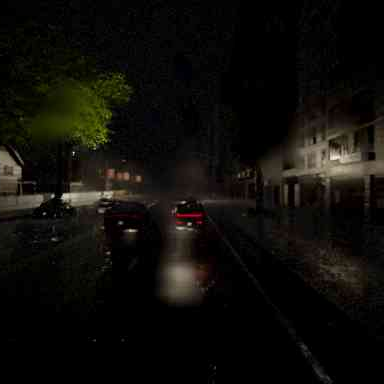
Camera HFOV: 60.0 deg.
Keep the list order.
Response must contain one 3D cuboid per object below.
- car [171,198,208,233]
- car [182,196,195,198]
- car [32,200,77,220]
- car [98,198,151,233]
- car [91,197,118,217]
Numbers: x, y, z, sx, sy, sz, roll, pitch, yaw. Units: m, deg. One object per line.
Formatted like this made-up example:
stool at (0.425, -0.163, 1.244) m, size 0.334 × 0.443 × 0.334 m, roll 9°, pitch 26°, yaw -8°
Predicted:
car at (-0.139, 1.281, 18.093) m, size 2.128 × 1.511 × 4.902 m, roll 0°, pitch 1°, yaw 0°
car at (-0.391, 1.154, 38.039) m, size 1.895 × 1.301 × 4.718 m, roll 0°, pitch 1°, yaw -1°
car at (-10.170, 1.276, 24.865) m, size 1.994 × 1.385 × 4.181 m, roll 0°, pitch 1°, yaw -1°
car at (-3.383, 1.268, 18.093) m, size 1.882 × 1.535 × 5.008 m, roll 0°, pitch 1°, yaw -1°
car at (-6.955, 1.170, 27.677) m, size 2.128 × 1.511 × 4.902 m, roll 0°, pitch 1°, yaw -1°
